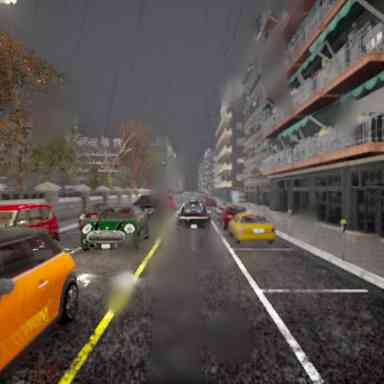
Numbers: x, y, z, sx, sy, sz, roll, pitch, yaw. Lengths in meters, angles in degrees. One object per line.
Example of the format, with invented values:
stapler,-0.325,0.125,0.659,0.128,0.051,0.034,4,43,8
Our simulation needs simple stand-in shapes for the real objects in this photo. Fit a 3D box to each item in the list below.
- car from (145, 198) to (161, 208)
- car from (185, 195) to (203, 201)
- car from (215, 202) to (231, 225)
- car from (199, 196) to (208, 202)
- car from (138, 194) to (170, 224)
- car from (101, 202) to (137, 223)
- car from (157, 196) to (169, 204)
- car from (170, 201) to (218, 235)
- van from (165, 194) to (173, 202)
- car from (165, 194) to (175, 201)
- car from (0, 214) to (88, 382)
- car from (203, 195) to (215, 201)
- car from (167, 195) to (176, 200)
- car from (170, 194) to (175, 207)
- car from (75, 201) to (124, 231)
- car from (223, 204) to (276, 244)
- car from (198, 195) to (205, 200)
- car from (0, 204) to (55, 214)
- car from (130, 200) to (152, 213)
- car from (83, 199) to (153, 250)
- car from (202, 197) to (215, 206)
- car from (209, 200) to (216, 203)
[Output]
car,-5.701,1.607,48.773,1.802,1.307,4.206,0,0,0
car,0.090,1.514,45.929,2.128,1.511,4.902,0,0,0
car,2.683,1.552,21.099,1.887,1.381,4.507,0,0,0
car,2.674,1.618,76.451,1.947,1.339,4.313,0,0,0
car,-3.089,1.231,24.884,2.150,2.045,5.566,0,0,-1
car,-5.698,1.555,26.632,1.887,1.381,4.507,0,0,0
car,-5.705,1.591,65.379,2.008,1.369,4.403,0,0,0
car,0.095,1.498,19.039,2.128,1.511,4.902,0,0,0
van,-5.709,1.399,81.983,1.690,1.788,3.998,0,0,0
car,-5.710,1.379,87.519,2.192,1.841,5.009,0,0,0
car,-3.065,1.353,4.095,2.097,1.767,4.553,0,0,-1
car,2.679,1.569,48.775,1.887,1.381,4.507,0,0,0
car,-5.709,1.621,93.054,2.008,1.369,4.403,0,0,0
car,-3.030,1.241,37.419,2.150,2.045,5.566,0,0,0
car,-5.698,1.448,21.097,1.967,1.590,4.097,0,0,0
car,2.684,1.530,15.734,1.752,1.417,4.829,0,0,0
car,2.671,1.636,93.056,1.947,1.339,4.313,0,0,0
car,-5.696,1.318,10.027,2.192,1.841,5.009,0,0,0
car,-5.700,1.599,37.702,1.802,1.307,4.206,0,0,0
car,-3.093,1.356,14.183,2.097,1.767,4.553,0,0,0
car,2.678,1.574,54.310,1.887,1.381,4.507,0,0,0
car,2.682,1.561,26.635,2.008,1.369,4.403,0,0,0
